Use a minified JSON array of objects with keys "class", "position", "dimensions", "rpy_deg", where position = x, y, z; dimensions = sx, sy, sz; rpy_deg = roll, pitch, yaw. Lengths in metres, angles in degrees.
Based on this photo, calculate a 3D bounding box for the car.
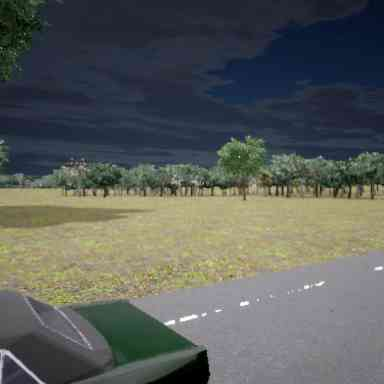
[{"class":"car","position":[-2.243,1.597,2.393],"dimensions":[4.718,1.301,1.895],"rpy_deg":[0,0,-35]}]
